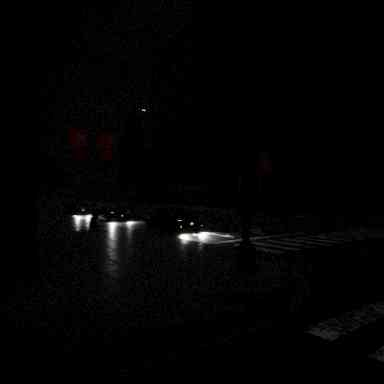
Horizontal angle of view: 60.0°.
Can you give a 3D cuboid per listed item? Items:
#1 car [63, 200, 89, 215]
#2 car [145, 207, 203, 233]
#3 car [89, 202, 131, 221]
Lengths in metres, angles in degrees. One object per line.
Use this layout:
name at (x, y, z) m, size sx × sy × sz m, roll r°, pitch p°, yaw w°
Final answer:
car at (-12.671, 1.623, 36.395) m, size 2.128 × 1.511 × 4.902 m, roll 0°, pitch 0°, yaw -35°
car at (-1.169, 1.619, 20.372) m, size 1.994 × 1.385 × 4.181 m, roll 0°, pitch 0°, yaw -36°
car at (-6.905, 1.619, 28.359) m, size 1.812 × 1.442 × 4.674 m, roll 0°, pitch 0°, yaw -36°
